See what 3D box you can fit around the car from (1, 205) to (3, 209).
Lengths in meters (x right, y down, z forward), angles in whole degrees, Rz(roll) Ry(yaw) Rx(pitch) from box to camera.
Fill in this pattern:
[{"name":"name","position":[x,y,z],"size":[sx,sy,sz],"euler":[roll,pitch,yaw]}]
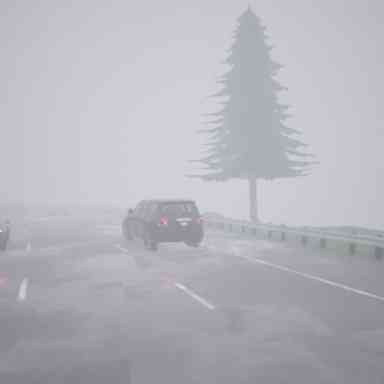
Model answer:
[{"name":"car","position":[-22.730,2.013,37.103],"size":[1.812,1.442,4.674],"euler":[0,-1,-36]}]

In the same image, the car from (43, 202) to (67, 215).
[{"name":"car","position":[-16.904,1.978,40.915],"size":[1.812,1.442,4.674],"euler":[0,-1,-36]}]

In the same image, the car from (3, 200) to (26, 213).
[{"name":"car","position":[-23.972,1.903,44.612],"size":[2.097,1.767,4.553],"euler":[0,-1,-42]}]

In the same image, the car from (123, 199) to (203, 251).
[{"name":"car","position":[-1.496,1.339,15.097],"size":[2.150,2.045,5.566],"euler":[0,0,-26]}]

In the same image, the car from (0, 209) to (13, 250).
[{"name":"car","position":[-9.166,1.719,14.733],"size":[1.812,1.442,4.674],"euler":[0,-1,-27]}]
